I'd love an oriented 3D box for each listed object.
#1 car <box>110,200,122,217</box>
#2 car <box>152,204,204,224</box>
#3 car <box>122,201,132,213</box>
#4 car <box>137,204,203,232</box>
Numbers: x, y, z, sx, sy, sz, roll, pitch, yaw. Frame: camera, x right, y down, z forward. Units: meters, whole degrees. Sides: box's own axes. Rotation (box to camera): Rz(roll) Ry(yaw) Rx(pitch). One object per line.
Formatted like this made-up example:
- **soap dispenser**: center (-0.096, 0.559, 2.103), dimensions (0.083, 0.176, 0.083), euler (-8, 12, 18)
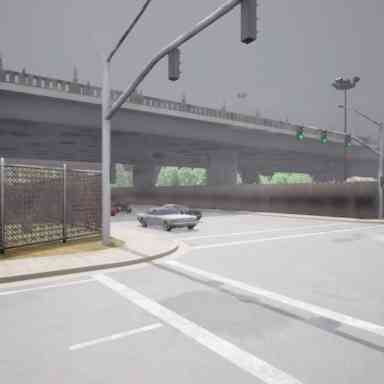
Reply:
- **car**: center (-8.992, 1.279, 31.279), dimensions (2.150, 2.045, 5.566), euler (0, 0, -36)
- **car**: center (-1.214, 1.658, 26.415), dimensions (1.895, 1.301, 4.718), euler (0, 0, -36)
- **car**: center (-8.139, 1.621, 36.107), dimensions (1.994, 1.385, 4.181), euler (0, 0, -36)
- **car**: center (-1.641, 1.657, 20.993), dimensions (1.895, 1.301, 4.718), euler (0, 0, -36)
